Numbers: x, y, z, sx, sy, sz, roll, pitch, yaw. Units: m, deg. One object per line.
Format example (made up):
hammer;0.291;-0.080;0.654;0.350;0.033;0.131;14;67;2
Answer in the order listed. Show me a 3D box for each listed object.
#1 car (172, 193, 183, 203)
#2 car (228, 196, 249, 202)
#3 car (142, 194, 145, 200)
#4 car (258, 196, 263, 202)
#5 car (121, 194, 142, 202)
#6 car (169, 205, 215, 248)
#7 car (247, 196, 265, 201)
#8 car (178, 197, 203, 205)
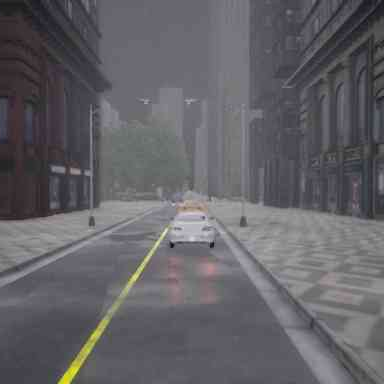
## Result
car;-2.999;1.316;69.712;2.150;2.045;5.566;0;0;0
car;11.771;1.755;80.450;4.829;1.417;1.752;0;1;0
car;-15.025;1.391;89.119;5.009;1.841;2.192;0;1;0
car;17.114;1.787;80.421;4.403;1.369;2.008;0;1;0
car;-15.064;1.773;80.599;4.313;1.339;1.947;0;1;0
car;0.001;1.532;14.652;1.812;1.442;4.674;0;0;0
car;17.152;1.672;88.945;4.313;1.339;1.947;0;1;0
car;0.001;1.494;29.655;1.882;1.535;5.008;0;0;0
